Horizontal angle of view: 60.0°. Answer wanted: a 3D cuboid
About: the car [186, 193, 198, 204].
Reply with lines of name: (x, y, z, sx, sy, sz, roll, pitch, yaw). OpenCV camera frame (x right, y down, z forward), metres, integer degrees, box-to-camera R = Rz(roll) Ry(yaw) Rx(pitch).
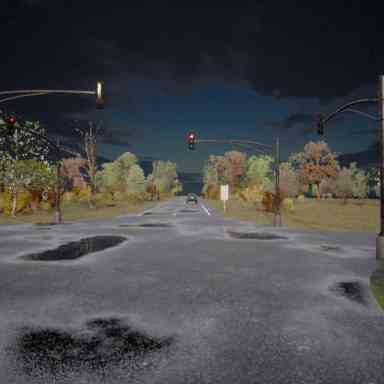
car: (-0.002, 1.291, 67.629, 2.150, 2.045, 5.566, 0, 0, 0)

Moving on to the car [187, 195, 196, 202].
car: (-0.003, 1.464, 78.020, 2.033, 1.411, 5.357, 0, 0, 0)
